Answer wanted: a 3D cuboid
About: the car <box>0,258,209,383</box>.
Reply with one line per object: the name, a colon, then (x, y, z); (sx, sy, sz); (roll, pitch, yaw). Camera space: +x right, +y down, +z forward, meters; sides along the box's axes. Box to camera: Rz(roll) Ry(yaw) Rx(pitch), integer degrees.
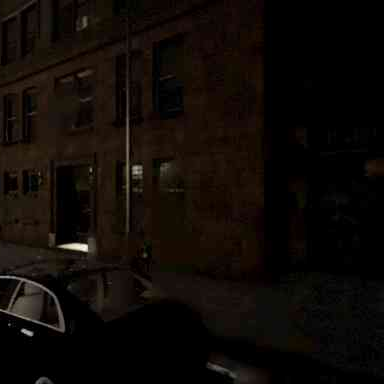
car: (-1.859, 1.582, 4.411); (4.403, 1.369, 2.008); (-1, 0, 36)
